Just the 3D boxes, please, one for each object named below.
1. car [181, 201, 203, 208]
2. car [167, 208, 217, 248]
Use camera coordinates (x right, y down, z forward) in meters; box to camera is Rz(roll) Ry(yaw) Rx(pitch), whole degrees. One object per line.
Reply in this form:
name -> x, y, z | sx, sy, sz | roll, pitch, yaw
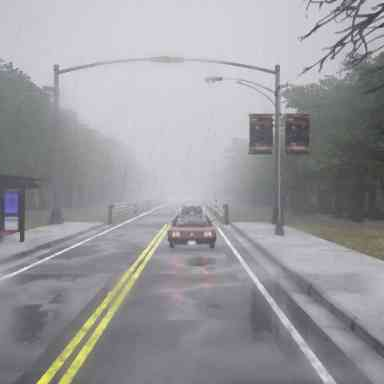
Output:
car -> 0.000, 1.537, 29.651 | 1.812, 1.442, 4.674 | 0, 0, 0
car -> 0.000, 1.617, 14.680 | 1.895, 1.301, 4.718 | 0, 0, 0
